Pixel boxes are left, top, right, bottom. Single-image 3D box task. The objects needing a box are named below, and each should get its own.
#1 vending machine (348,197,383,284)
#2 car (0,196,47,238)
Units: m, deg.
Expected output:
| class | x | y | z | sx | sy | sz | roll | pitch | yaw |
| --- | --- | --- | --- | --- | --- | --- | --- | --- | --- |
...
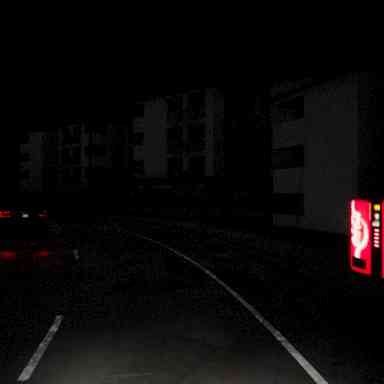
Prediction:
| class | x | y | z | sx | sy | sz | roll | pitch | yaw |
| --- | --- | --- | --- | --- | --- | --- | --- | --- | --- |
| vending machine | 4.858 | 1.195 | 8.705 | 1.100 | 2.100 | 0.880 | 0 | 0 | -13 |
| car | -9.386 | 1.222 | 17.921 | 2.150 | 2.045 | 5.566 | 0 | 0 | -34 |
